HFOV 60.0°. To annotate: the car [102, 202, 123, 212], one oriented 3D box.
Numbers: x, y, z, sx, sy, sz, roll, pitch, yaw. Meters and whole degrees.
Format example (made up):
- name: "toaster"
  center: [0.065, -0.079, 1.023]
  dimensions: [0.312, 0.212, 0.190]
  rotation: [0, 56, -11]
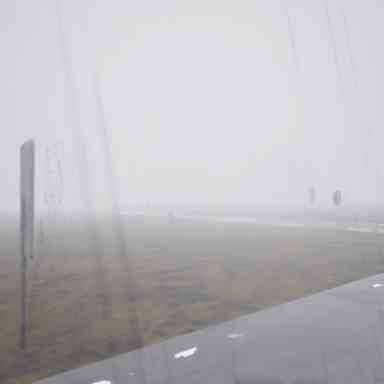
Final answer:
- name: "car"
  center: [-12.929, 2.361, 54.093]
  dimensions: [2.097, 1.767, 4.553]
  rotation: [1, -2, -36]
